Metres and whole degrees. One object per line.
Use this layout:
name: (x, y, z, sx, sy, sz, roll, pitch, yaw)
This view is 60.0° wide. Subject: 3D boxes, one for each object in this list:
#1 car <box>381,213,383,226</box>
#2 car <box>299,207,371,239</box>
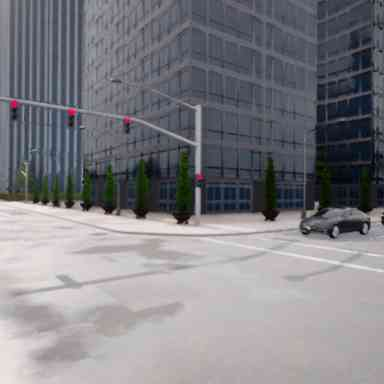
car: (15.399, 1.532, 23.605, 4.553, 1.767, 2.097, 1, 0, -35)
car: (7.912, 1.612, 18.271, 4.892, 1.490, 1.837, 0, 0, -35)
